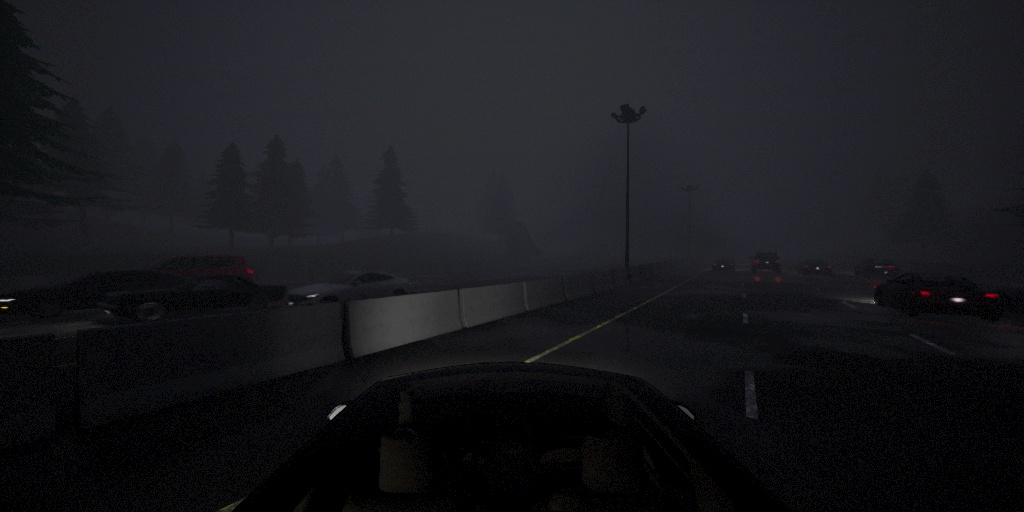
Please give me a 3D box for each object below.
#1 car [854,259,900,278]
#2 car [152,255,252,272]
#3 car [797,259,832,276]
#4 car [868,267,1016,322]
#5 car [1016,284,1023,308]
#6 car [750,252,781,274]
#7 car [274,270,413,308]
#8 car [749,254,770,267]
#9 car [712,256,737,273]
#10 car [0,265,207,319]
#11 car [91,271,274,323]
[{"bbox_3d":[28.771,0.953,28.364,2.128,1.511,4.902,0,1,33],"label":"car"},{"bbox_3d":[-15.877,0.956,17.377,2.150,2.045,5.566,0,0,33],"label":"car"},{"bbox_3d":[26.943,0.988,32.002,1.994,1.385,4.181,0,1,33],"label":"car"},{"bbox_3d":[14.413,1.269,12.401,1.994,1.385,4.181,0,0,33],"label":"car"},{"bbox_3d":[17.906,1.301,11.368,1.895,1.301,4.718,0,0,33],"label":"car"},{"bbox_3d":[24.461,0.627,34.615,2.150,2.045,5.566,0,1,32],"label":"car"},{"bbox_3d":[-5.874,1.264,13.528,1.812,1.442,4.674,0,0,33],"label":"car"},{"bbox_3d":[32.503,0.583,47.186,2.128,1.511,4.902,0,1,32],"label":"car"},{"bbox_3d":[21.885,0.955,37.088,1.994,1.385,4.181,0,1,33],"label":"car"},{"bbox_3d":[-14.547,1.244,12.959,1.837,1.490,4.892,0,0,33],"label":"car"},{"bbox_3d":[-10.725,1.342,12.439,1.895,1.301,4.718,0,0,33],"label":"car"}]
